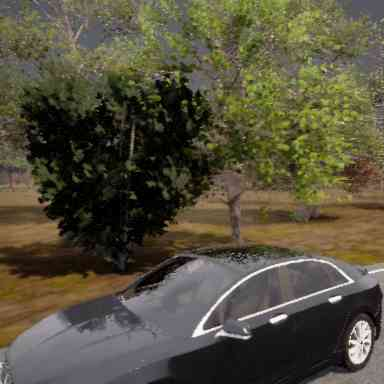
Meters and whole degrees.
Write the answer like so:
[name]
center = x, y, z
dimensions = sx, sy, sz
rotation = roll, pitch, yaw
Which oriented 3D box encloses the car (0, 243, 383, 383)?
[car]
center = 0.436, 1.485, 4.106
dimensions = 4.892, 1.490, 1.837
rotation = 0, 0, -34
